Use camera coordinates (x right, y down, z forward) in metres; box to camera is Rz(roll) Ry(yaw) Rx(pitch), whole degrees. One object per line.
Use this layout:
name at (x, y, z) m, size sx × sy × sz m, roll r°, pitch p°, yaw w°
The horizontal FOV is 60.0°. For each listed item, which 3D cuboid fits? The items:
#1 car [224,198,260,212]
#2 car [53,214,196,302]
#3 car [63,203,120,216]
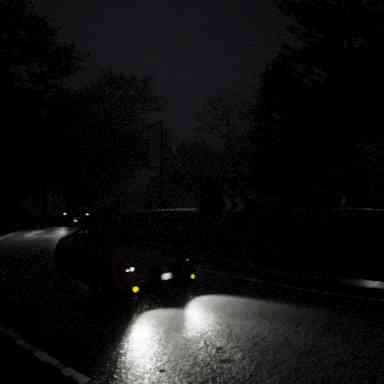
car at (4.660, 1.209, 35.038) m, size 5.008 × 1.535 × 1.882 m, roll -1°, pitch 0°, yaw -17°
car at (-1.811, 1.482, 8.165) m, size 1.994 × 1.385 × 4.181 m, roll 0°, pitch 1°, yaw -41°
car at (-6.427, 1.371, 21.686) m, size 1.895 × 1.301 × 4.718 m, roll 1°, pitch 1°, yaw 11°
